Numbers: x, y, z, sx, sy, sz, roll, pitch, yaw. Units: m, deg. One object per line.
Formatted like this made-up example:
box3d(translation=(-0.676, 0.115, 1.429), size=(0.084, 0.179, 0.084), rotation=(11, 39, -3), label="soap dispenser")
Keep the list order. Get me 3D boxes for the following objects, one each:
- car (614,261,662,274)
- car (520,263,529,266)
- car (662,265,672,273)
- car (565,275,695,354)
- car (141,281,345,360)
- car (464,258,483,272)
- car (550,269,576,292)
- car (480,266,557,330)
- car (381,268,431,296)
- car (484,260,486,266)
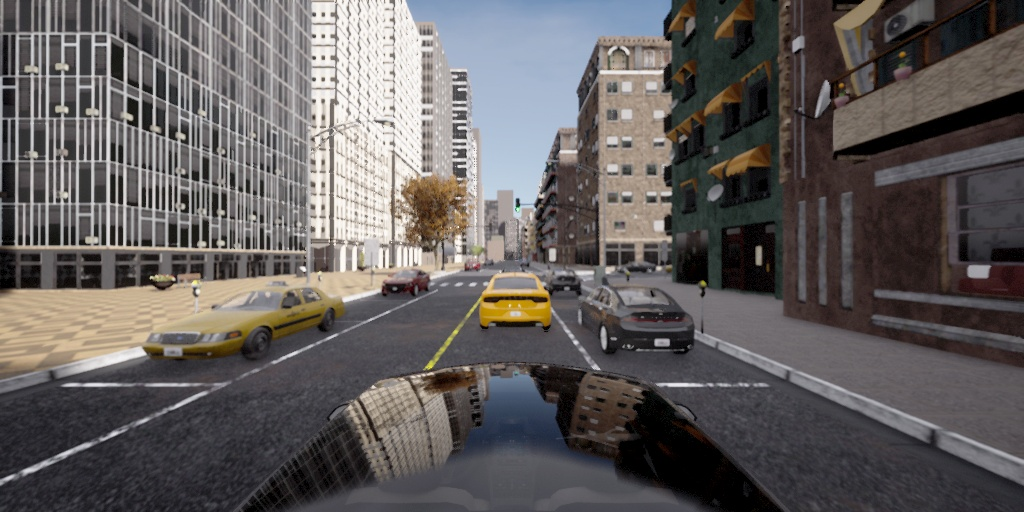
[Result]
box3d(translation=(13.432, 1.232, 39.082), size=(4.403, 1.370, 2.007), rotation=(0, 0, -1), label="car")
box3d(translation=(0.098, 1.445, 27.718), size=(1.895, 1.301, 4.718), rotation=(0, 0, 0), label="car")
box3d(translation=(18.829, 1.130, 39.138), size=(4.829, 1.417, 1.751), rotation=(0, 0, -1), label="car")
box3d(translation=(2.689, 1.324, 8.599), size=(2.007, 1.370, 4.403), rotation=(0, 0, 0), label="car")
box3d(translation=(-5.691, 1.299, 8.429), size=(1.751, 1.417, 4.829), rotation=(0, 0, 0), label="car")
box3d(translation=(-5.695, 1.264, 52.051), size=(2.192, 1.841, 5.009), rotation=(0, 0, 0), label="car")
box3d(translation=(2.688, 1.364, 19.665), size=(2.007, 1.370, 4.403), rotation=(0, 0, 0), label="car")
box3d(translation=(0.090, 1.260, 11.242), size=(1.882, 1.535, 5.008), rotation=(0, 0, 0), label="car")
box3d(translation=(-5.692, 1.358, 19.664), size=(1.888, 1.381, 4.507), rotation=(0, 0, 0), label="car")
box3d(translation=(-5.696, 1.540, 57.574), size=(1.948, 1.339, 4.313), rotation=(0, 0, 0), label="car")
